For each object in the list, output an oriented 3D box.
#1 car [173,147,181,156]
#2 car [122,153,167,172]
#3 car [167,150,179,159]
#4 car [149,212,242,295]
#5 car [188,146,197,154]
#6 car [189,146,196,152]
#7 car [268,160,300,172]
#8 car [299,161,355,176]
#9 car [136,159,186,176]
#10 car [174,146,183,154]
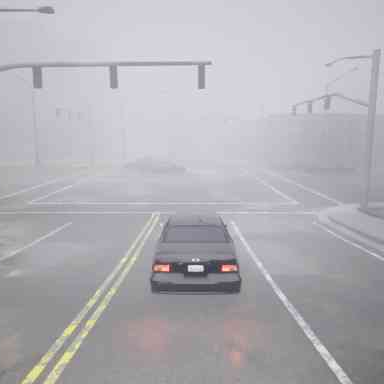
[{"bbox_3d":[-3.515,-6.892,61.013,1.837,1.490,4.892,0,9,0],"label":"car"},{"bbox_3d":[-5.500,-3.206,37.415,4.553,1.767,2.097,0,9,0],"label":"car"},{"bbox_3d":[-3.551,-5.306,51.535,2.033,1.411,5.357,0,9,0],"label":"car"},{"bbox_3d":[0.081,1.217,8.409,2.033,1.411,5.357,0,4,0],"label":"car"},{"bbox_3d":[0.070,-10.320,81.096,2.097,1.767,4.553,0,9,0],"label":"car"},{"bbox_3d":[0.079,-11.806,91.154,1.994,1.385,4.181,0,9,0],"label":"car"},{"bbox_3d":[11.040,-2.952,37.389,4.718,1.301,1.895,0,9,0],"label":"car"},{"bbox_3d":[13.841,-2.388,33.922,4.718,1.301,1.895,0,9,0],"label":"car"},{"bbox_3d":[-2.946,-2.397,33.989,4.718,1.301,1.895,0,9,0],"label":"car"},{"bbox_3d":[-3.439,-8.516,71.208,2.033,1.411,5.357,0,9,0],"label":"car"}]
